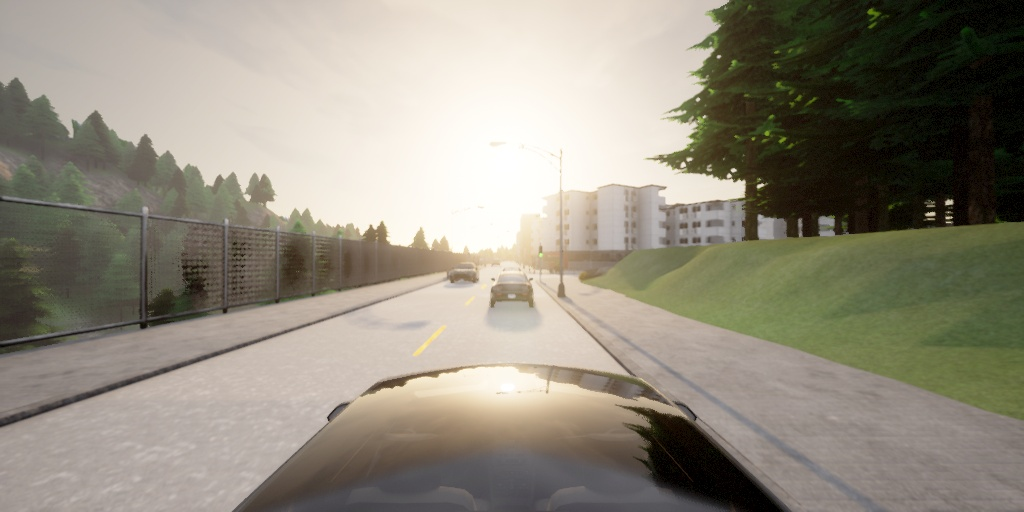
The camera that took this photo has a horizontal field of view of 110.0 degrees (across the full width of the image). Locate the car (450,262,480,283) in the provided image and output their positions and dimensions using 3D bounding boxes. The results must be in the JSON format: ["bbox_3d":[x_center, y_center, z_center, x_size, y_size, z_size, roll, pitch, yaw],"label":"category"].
[{"bbox_3d":[-4.001,1.369,30.860,2.097,1.767,4.553,0,0,0],"label":"car"}]

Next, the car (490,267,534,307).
[{"bbox_3d":[0.007,1.410,16.222,1.812,1.442,4.674,0,0,0],"label":"car"}]

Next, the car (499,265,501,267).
[{"bbox_3d":[0.010,1.621,30.950,1.895,1.301,4.718,0,0,0],"label":"car"}]
